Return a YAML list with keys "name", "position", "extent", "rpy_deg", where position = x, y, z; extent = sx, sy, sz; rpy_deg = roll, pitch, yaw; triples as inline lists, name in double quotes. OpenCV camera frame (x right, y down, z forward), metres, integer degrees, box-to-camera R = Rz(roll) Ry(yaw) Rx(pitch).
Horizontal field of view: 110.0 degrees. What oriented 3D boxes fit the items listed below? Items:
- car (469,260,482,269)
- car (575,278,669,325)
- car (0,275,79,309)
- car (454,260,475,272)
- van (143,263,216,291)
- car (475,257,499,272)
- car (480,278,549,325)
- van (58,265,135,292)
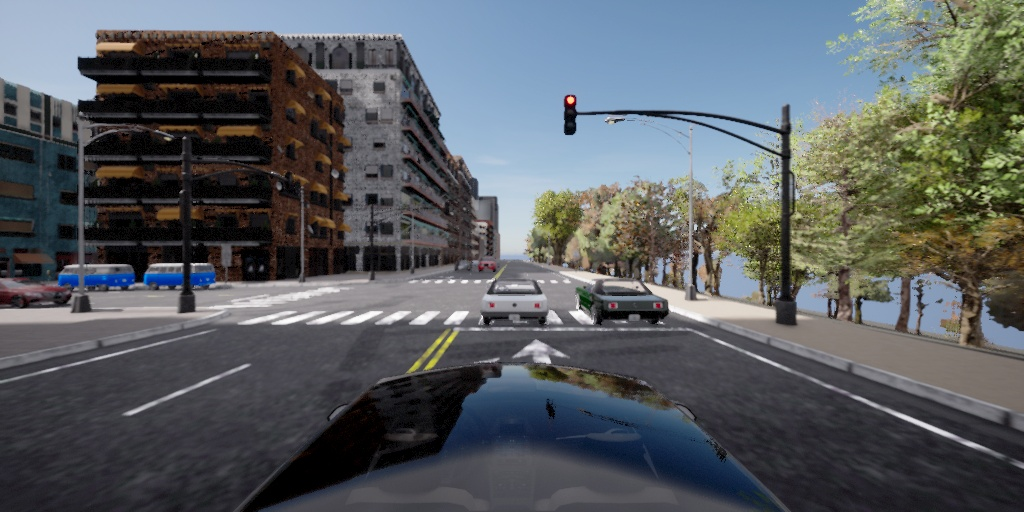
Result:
- name: "car"
  position: [-6.420, 1.448, 63.490]
  extent: [1.812, 1.442, 4.674]
  rpy_deg: [0, 0, 1]
- name: "car"
  position: [3.337, 1.377, 11.923]
  extent: [1.895, 1.301, 4.718]
  rpy_deg: [0, 0, 0]
- name: "car"
  position: [-22.605, 1.657, 16.172]
  extent: [4.207, 1.307, 1.802]
  rpy_deg: [0, 0, -1]
- name: "car"
  position: [-6.493, 1.365, 47.936]
  extent: [2.128, 1.511, 4.902]
  rpy_deg: [0, 0, 0]
- name: "van"
  position: [-22.675, 1.405, 24.519]
  extent: [3.998, 1.789, 1.690]
  rpy_deg: [0, 0, -1]
- name: "car"
  position: [-3.246, 1.095, 47.877]
  extent: [2.150, 2.045, 5.566]
  rpy_deg: [0, 0, 0]
- name: "car"
  position: [0.087, 1.376, 11.927]
  extent: [1.895, 1.301, 4.718]
  rpy_deg: [0, 0, 0]
- name: "van"
  position: [-28.276, 1.478, 24.453]
  extent: [3.998, 1.789, 1.690]
  rpy_deg: [0, 0, -1]
